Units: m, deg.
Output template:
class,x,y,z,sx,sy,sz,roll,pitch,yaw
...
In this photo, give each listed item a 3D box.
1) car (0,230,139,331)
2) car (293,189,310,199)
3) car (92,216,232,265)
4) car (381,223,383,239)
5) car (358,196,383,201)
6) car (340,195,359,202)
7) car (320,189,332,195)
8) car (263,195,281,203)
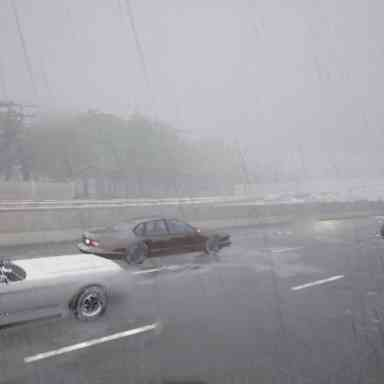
class,x,y,z,sx,sy,sz,roll,pitch,yaw
car,-3.491,1.600,5.554,4.718,1.301,1.895,0,0,-35
car,23.722,0.423,71.633,2.150,2.045,5.566,0,2,38
car,-1.123,1.543,11.538,5.357,1.411,2.033,0,0,-35
car,10.761,1.553,15.697,4.181,1.385,1.994,0,0,-35
car,27.066,1.491,49.097,4.674,1.442,1.812,0,0,-35
car,25.083,1.317,51.975,4.553,1.767,2.097,0,0,-35
car,33.800,-0.011,83.851,1.882,1.535,5.008,0,3,41
car,14.257,1.192,58.989,1.812,1.442,4.674,0,2,36
